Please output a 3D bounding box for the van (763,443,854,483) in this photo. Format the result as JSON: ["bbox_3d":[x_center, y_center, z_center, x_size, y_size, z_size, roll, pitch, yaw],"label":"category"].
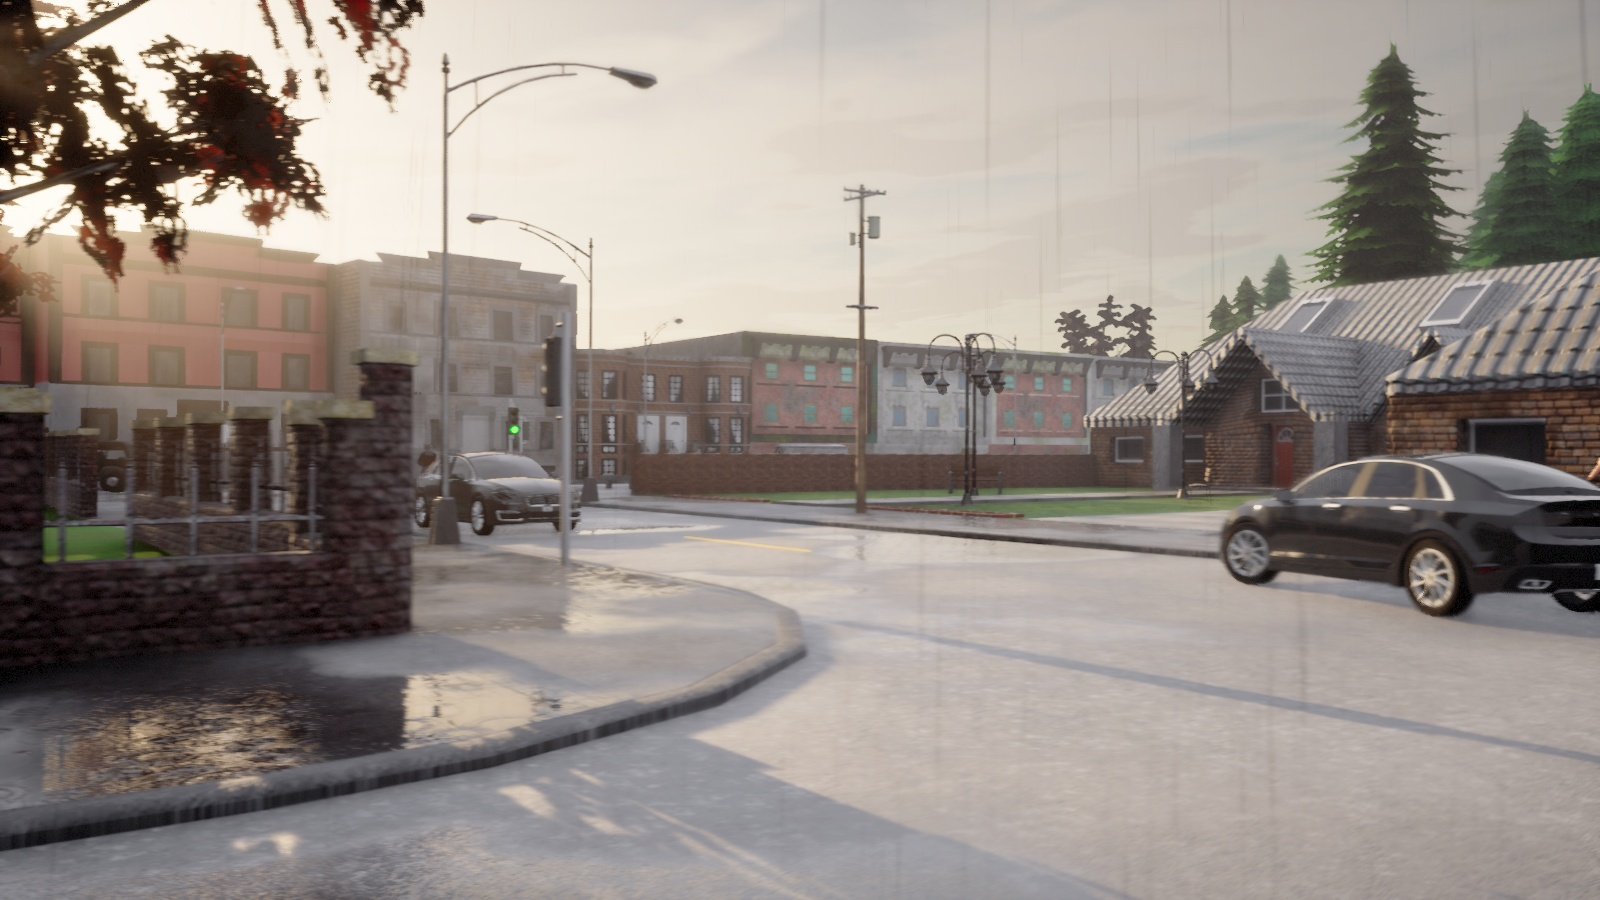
[{"bbox_3d":[0.454,0.652,64.659,4.442,1.987,1.775,0,0,-35],"label":"van"}]

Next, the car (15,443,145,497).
[{"bbox_3d":[-26.164,0.708,45.780,3.866,1.878,1.905,0,0,-21],"label":"car"}]

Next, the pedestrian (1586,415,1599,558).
[{"bbox_3d":[10.443,0.469,16.070,0.345,1.836,0.594,0,0,-11],"label":"pedestrian"}]

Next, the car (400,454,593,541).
[{"bbox_3d":[-5.934,0.821,24.118,1.837,1.490,4.892,0,0,-36],"label":"car"}]

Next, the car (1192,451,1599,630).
[{"bbox_3d":[6.243,0.767,13.038,1.837,1.490,4.892,1,0,-15],"label":"car"}]
